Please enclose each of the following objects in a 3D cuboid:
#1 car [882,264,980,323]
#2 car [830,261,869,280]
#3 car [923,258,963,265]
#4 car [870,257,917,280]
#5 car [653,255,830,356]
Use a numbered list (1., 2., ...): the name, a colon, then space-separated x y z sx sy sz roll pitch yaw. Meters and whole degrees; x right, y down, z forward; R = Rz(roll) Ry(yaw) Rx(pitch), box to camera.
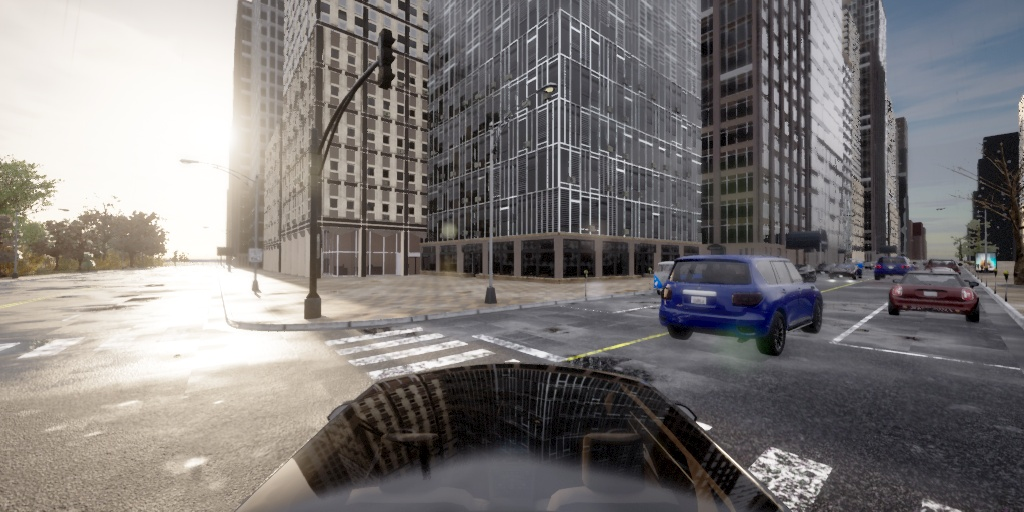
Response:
1. car: 14.534 1.211 12.382 4.097 1.591 1.967 0 0 -39
2. car: 31.252 1.413 33.490 5.357 1.411 2.033 0 -1 -39
3. car: 36.516 1.144 30.431 5.009 1.841 2.192 0 0 -39
4. car: 33.514 1.066 31.369 5.566 2.045 2.150 0 0 -38
5. car: 5.867 0.995 8.963 5.566 2.045 2.150 0 0 -39
